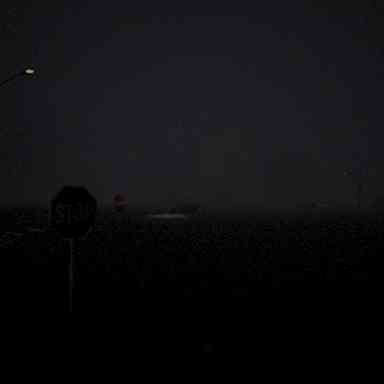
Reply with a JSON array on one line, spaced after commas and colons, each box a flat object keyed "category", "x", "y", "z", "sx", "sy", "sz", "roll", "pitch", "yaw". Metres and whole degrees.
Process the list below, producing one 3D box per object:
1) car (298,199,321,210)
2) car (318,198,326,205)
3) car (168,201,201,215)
[{"category": "car", "x": 19.398, "y": 2.281, "z": 55.805, "sx": 2.033, "sy": 1.411, "sz": 5.357, "roll": 1, "pitch": 0, "yaw": 36}, {"category": "car", "x": 33.890, "y": 2.404, "z": 87.884, "sx": 2.097, "sy": 1.767, "sz": 4.553, "roll": 1, "pitch": 0, "yaw": 36}, {"category": "car", "x": -0.855, "y": 1.882, "z": 39.670, "sx": 1.882, "sy": 1.535, "sz": 5.008, "roll": 1, "pitch": 1, "yaw": 36}]
